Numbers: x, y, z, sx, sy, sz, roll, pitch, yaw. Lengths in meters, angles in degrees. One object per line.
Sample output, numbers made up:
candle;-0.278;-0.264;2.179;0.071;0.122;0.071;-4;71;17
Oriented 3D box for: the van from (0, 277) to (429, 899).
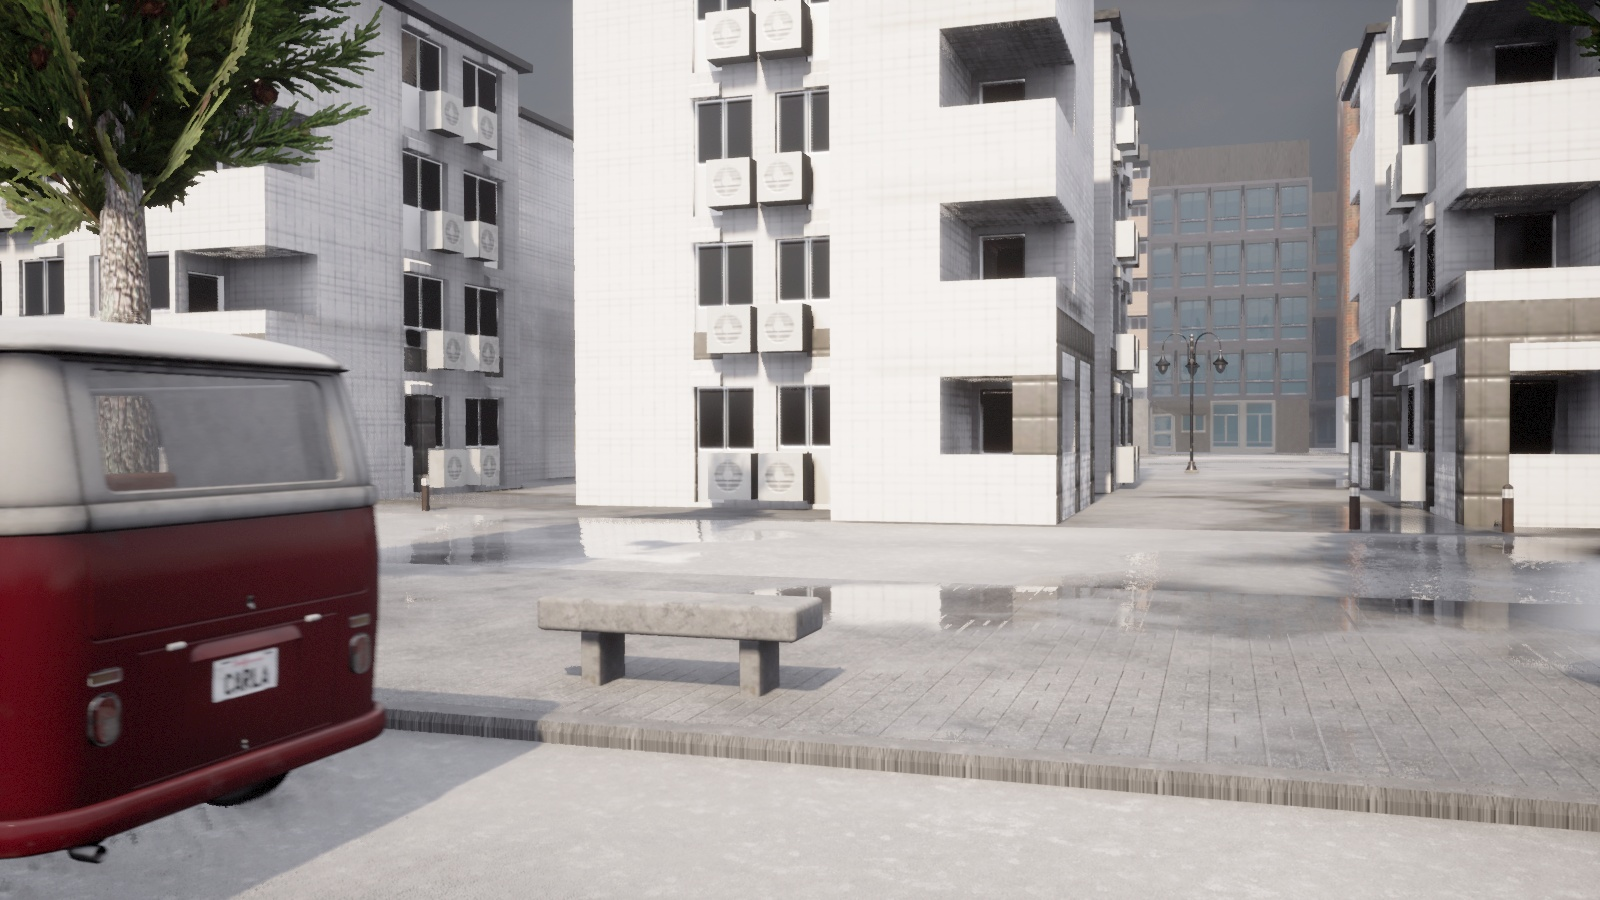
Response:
van;-3.917;0.484;5.035;4.442;1.987;1.775;1;1;19
